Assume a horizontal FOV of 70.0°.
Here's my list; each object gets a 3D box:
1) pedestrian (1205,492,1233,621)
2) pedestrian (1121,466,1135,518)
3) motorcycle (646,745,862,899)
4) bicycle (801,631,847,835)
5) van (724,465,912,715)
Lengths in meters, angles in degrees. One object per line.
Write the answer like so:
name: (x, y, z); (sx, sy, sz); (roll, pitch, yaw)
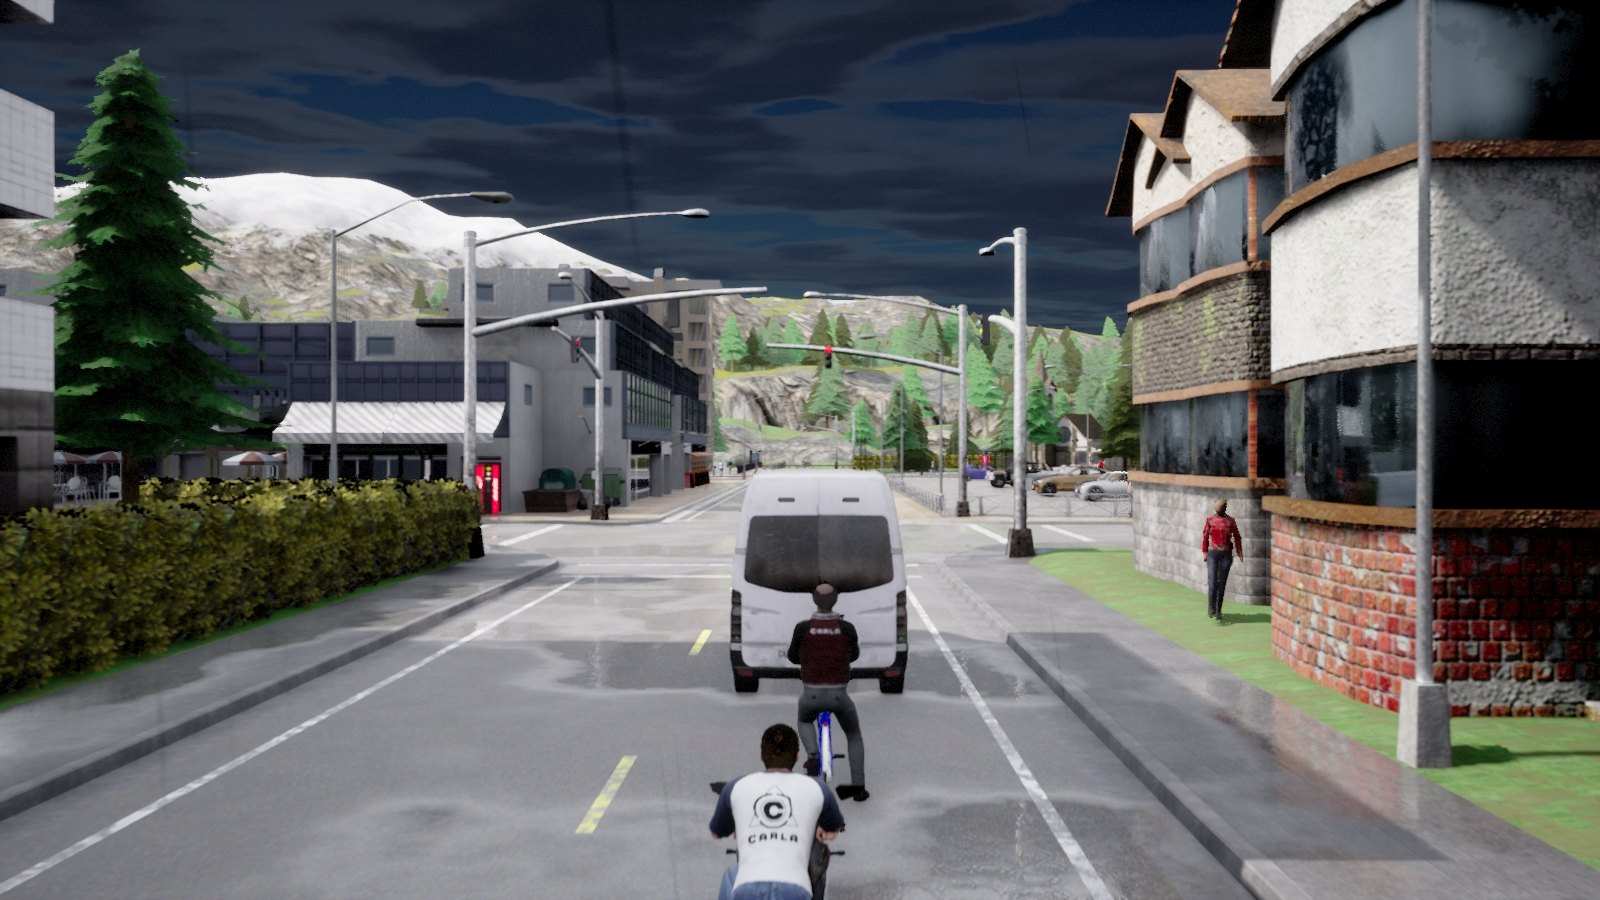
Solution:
pedestrian: (6.205, 1.568, 16.923); (0.375, 1.860, 0.375); (0, 0, 19)
pedestrian: (11.781, 1.501, 41.045); (0.375, 1.860, 0.375); (0, 0, 0)
motorcycle: (-0.120, 2.193, 5.246); (0.803, 1.145, 2.033); (0, 0, 3)
bicycle: (0.183, 2.191, 9.161); (0.329, 1.171, 1.835); (0, 0, 1)
van: (0.244, 1.515, 15.017); (1.988, 2.561, 5.915); (0, 0, 1)
